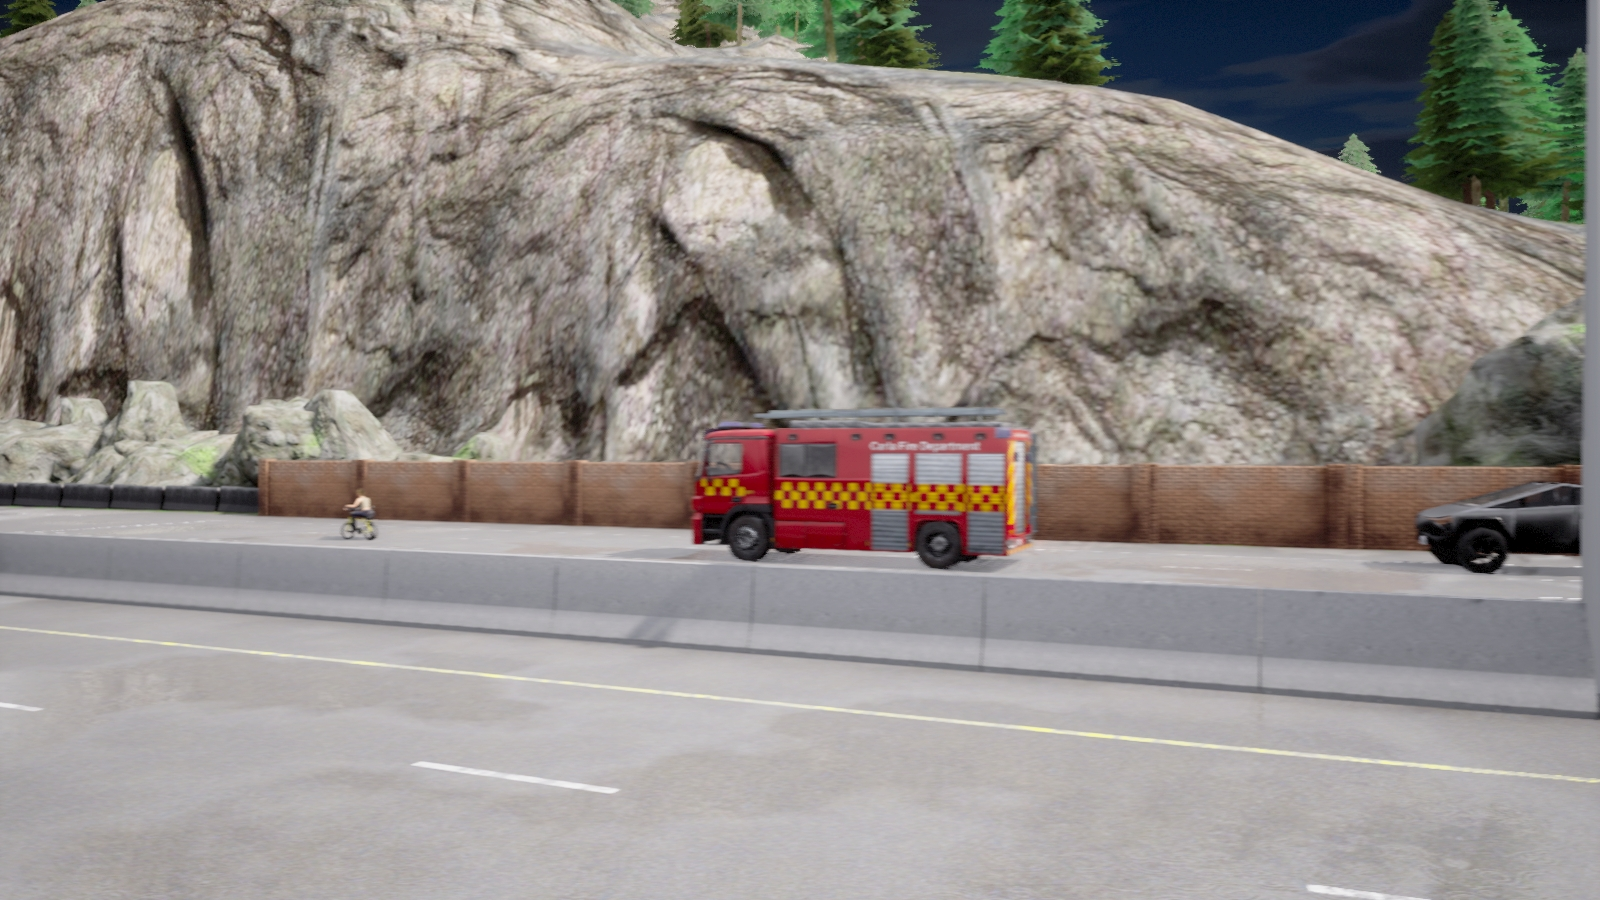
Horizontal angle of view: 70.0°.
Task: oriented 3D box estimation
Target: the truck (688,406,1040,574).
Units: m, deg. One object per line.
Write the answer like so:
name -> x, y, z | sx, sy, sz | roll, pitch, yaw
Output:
truck -> 1.567, 0.919, 29.089 | 8.468, 3.827, 2.891 | 0, 0, 23

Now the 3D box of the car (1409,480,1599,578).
car -> 17.897, 1.795, 26.512 | 6.274, 2.098, 2.390 | 0, 0, 14
